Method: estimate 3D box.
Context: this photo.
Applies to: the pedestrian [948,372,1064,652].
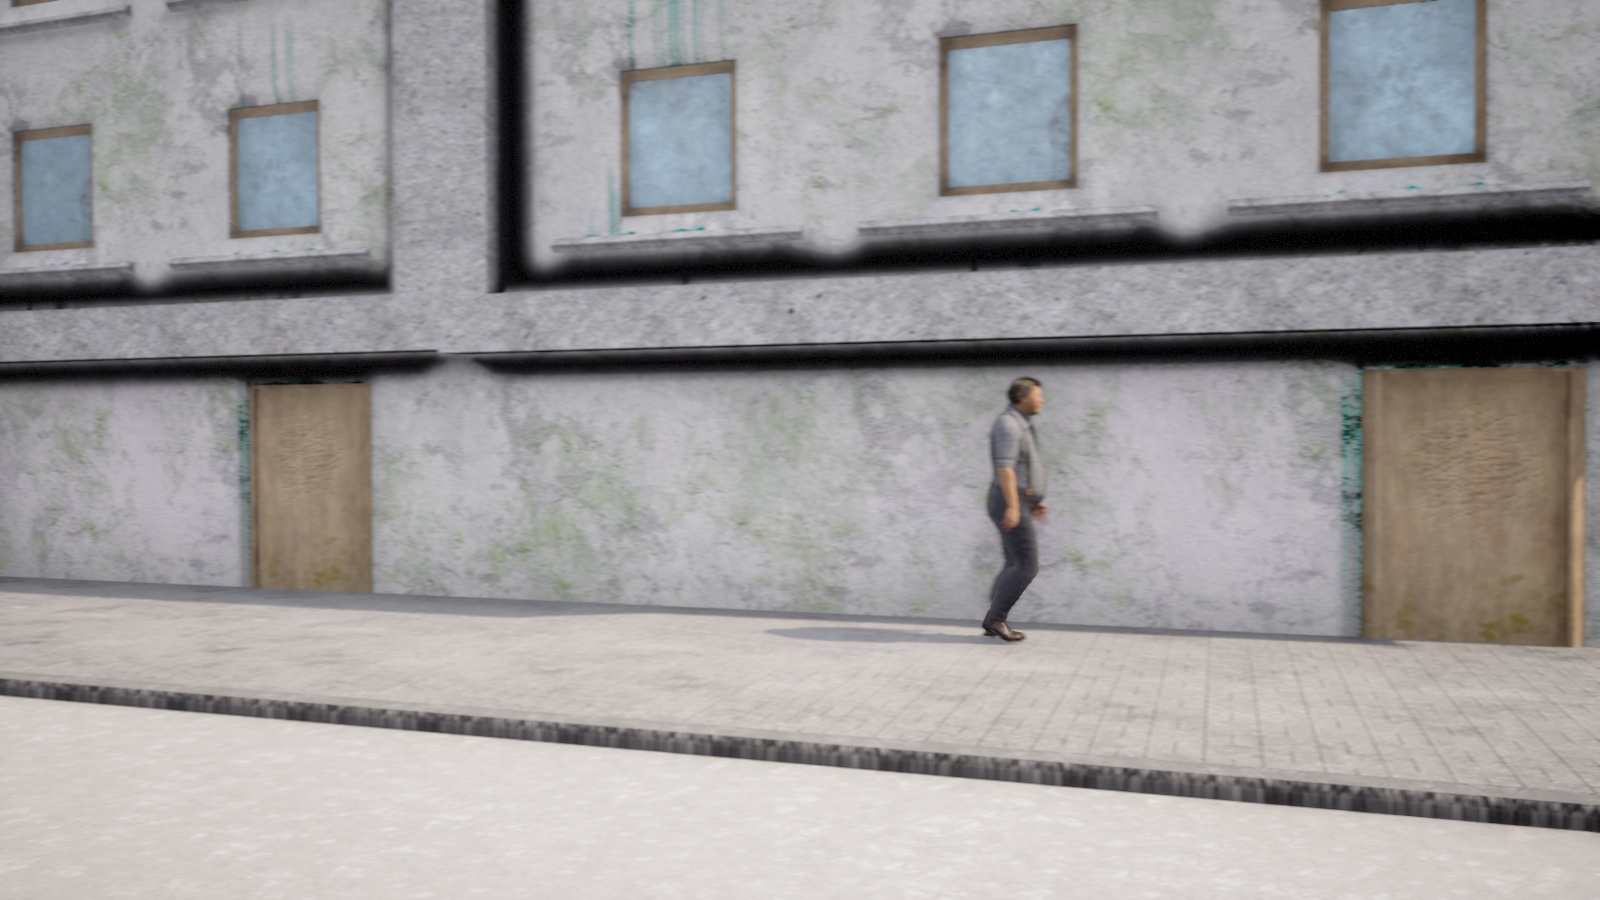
[{"bbox_3d":[1.425,0.403,8.633,0.694,1.848,0.540,1,1,19],"label":"pedestrian"}]
